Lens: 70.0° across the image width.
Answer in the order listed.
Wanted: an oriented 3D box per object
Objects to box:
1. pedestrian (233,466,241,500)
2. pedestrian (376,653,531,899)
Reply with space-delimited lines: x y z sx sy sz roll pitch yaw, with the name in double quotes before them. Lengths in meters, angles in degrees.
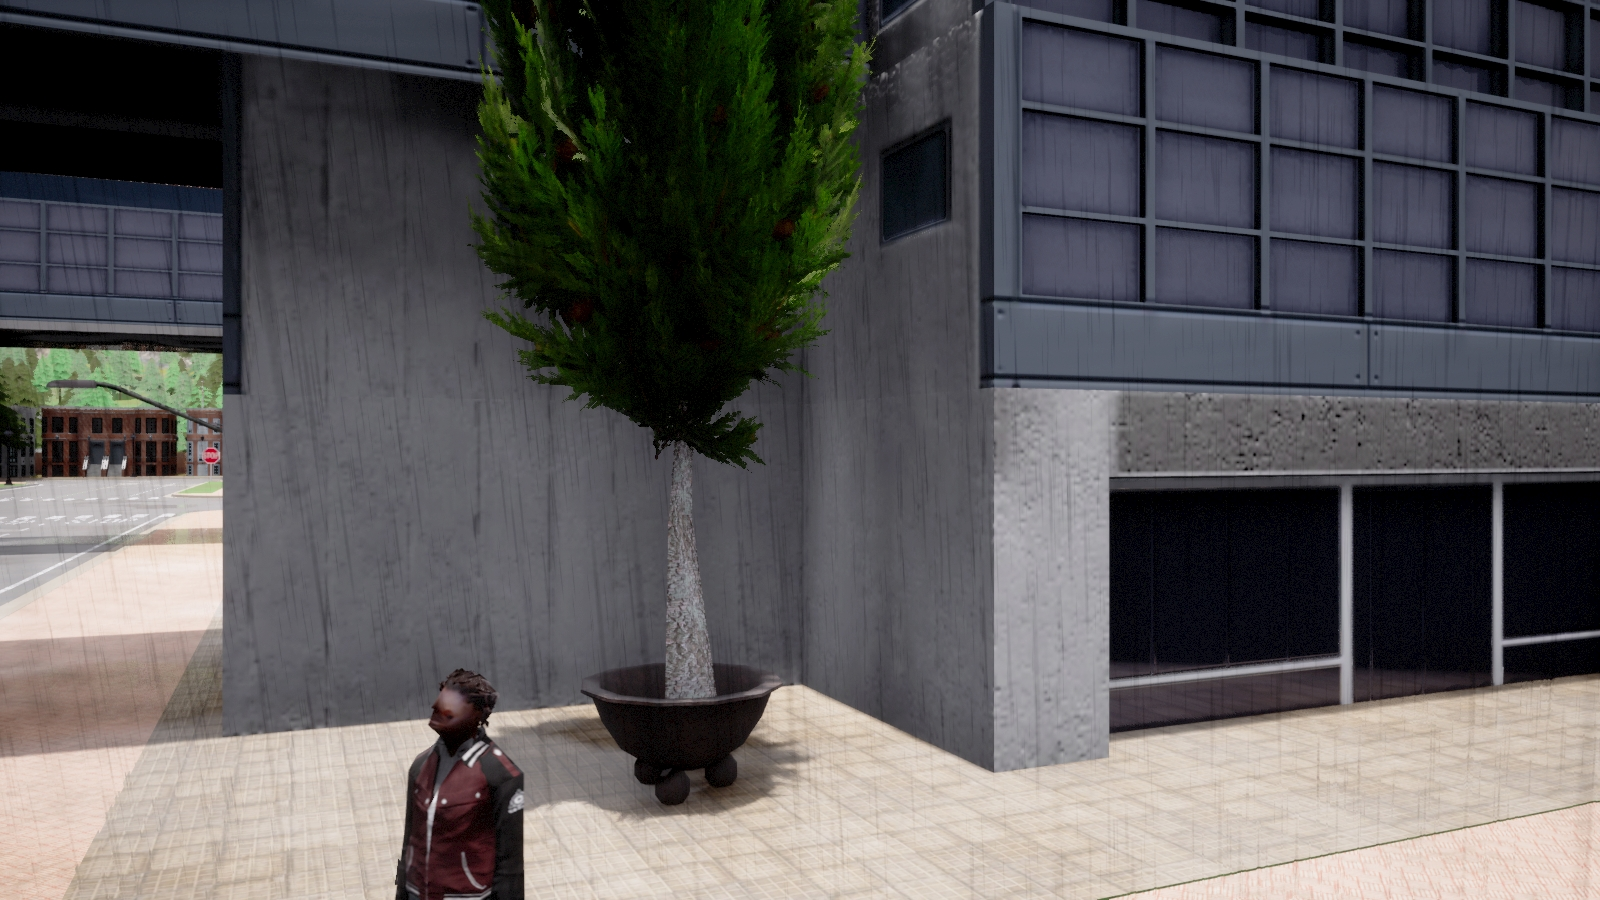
"pedestrian" -31.663 1.849 64.278 0.375 1.860 0.375 0 0 -24
"pedestrian" -1.231 1.698 4.076 0.375 1.860 0.375 0 0 27
